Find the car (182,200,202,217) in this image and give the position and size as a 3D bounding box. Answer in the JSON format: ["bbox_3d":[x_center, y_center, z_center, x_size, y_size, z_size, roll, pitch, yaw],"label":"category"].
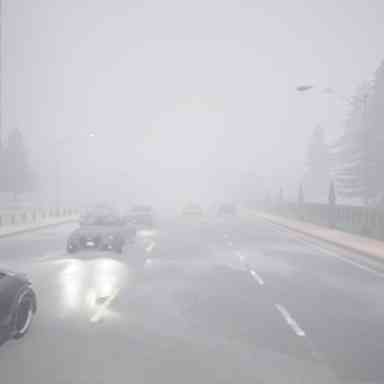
[{"bbox_3d":[0.003,1.681,33.650,1.882,1.535,5.008,0,0,0],"label":"car"}]

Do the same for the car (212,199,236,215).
[{"bbox_3d":[3.600,1.698,36.397,1.882,1.535,5.008,0,0,0],"label":"car"}]

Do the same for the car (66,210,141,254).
[{"bbox_3d":[-3.574,1.647,13.777,1.994,1.385,4.181,0,0,1],"label":"car"}]

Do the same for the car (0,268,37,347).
[{"bbox_3d":[-3.587,1.588,3.869,1.994,1.385,4.181,0,0,0],"label":"car"}]

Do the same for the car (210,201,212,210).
[{"bbox_3d":[3.542,1.763,47.042,1.882,1.535,5.008,0,-1,1],"label":"car"}]

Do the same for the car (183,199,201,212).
[{"bbox_3d":[0.003,1.751,42.899,2.128,1.511,4.902,0,0,0],"label":"car"}]

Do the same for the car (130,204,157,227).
[{"bbox_3d":[-3.581,1.649,23.801,1.837,1.490,4.892,0,0,0],"label":"car"}]

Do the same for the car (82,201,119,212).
[{"bbox_3d":[-6.998,1.518,25.727,2.097,1.767,4.553,0,0,0],"label":"car"}]
